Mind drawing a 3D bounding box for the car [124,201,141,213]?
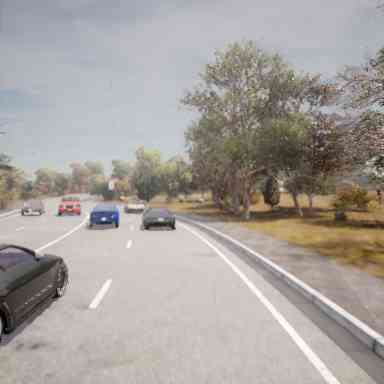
[{"bbox_3d":[-6.990,1.764,39.774,1.895,1.301,4.718,0,0,-19],"label":"car"}]

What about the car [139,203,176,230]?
[{"bbox_3d":[-2.269,1.651,22.157,1.994,1.385,4.181,0,0,-10],"label":"car"}]

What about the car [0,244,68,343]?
[{"bbox_3d":[-3.733,1.598,5.902,1.994,1.385,4.181,0,0,-3],"label":"car"}]

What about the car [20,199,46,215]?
[{"bbox_3d":[-16.118,1.485,33.975,1.812,1.442,4.674,0,0,-18],"label":"car"}]

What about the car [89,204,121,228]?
[{"bbox_3d":[-6.097,1.578,23.488,1.882,1.535,5.008,0,0,-12],"label":"car"}]

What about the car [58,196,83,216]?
[{"bbox_3d":[-12.779,1.415,35.027,2.150,2.045,5.566,0,0,-18],"label":"car"}]
